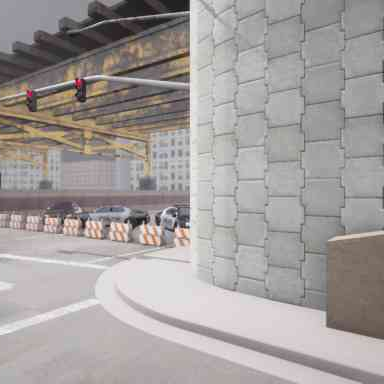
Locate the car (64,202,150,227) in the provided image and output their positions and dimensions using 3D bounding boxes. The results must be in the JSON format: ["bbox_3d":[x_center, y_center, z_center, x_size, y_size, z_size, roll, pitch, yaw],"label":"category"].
[{"bbox_3d":[-5.072,1.295,20.314,4.536,1.218,1.853,0,0,0],"label":"car"}]

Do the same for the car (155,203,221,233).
[{"bbox_3d":[-0.378,1.295,17.774,1.853,1.218,4.536,0,0,-25],"label":"car"}]

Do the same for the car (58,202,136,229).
[{"bbox_3d":[-5.124,1.453,20.314,4.974,1.542,2.038,0,0,0],"label":"car"}]

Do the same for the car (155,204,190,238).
[{"bbox_3d":[-0.356,1.453,17.727,2.038,1.542,4.974,0,0,-25],"label":"car"}]

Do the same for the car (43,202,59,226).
[{"bbox_3d":[-8.818,1.453,23.069,2.038,1.542,4.974,0,0,-10],"label":"car"}]

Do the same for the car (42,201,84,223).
[{"bbox_3d":[-8.827,1.295,23.120,1.853,1.218,4.536,0,0,-10],"label":"car"}]
